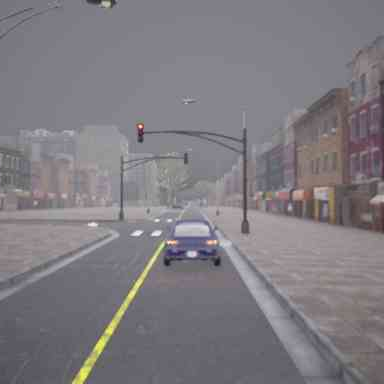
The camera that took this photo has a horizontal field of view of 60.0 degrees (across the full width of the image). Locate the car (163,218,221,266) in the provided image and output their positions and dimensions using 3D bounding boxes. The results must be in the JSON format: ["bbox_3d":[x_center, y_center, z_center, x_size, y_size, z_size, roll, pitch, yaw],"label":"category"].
[{"bbox_3d":[0.007,1.681,12.058,1.812,1.442,4.674,0,-1,0],"label":"car"}]

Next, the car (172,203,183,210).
[{"bbox_3d":[-2.765,2.769,63.429,1.895,1.301,4.718,0,-1,1],"label":"car"}]
